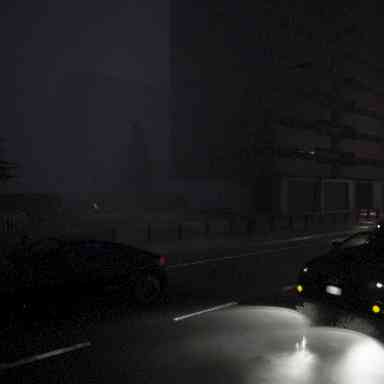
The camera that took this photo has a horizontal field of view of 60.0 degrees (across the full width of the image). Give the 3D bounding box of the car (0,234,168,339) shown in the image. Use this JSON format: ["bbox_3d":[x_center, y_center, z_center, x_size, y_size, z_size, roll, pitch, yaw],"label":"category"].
[{"bbox_3d":[-2.553,1.563,6.475,4.181,1.385,1.994,0,0,-37],"label":"car"}]

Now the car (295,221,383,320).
[{"bbox_3d":[4.110,1.564,7.107,4.181,1.385,1.994,0,0,-37],"label":"car"}]

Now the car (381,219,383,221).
[{"bbox_3d":[11.425,1.548,16.990,5.357,1.411,2.033,0,0,-37],"label":"car"}]
